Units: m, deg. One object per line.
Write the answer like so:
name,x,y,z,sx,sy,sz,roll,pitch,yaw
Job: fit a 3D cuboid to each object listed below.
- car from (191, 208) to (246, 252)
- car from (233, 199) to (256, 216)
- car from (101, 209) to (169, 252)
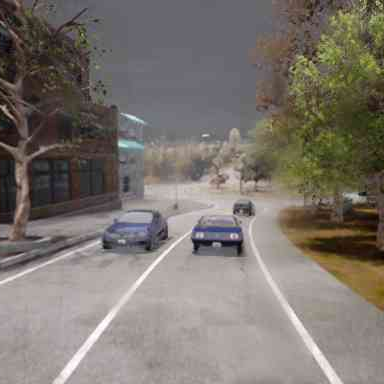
car,1.151,1.567,13.923,1.895,1.301,4.718,1,0,7
car,5.243,1.520,33.302,1.837,1.490,4.892,2,0,16
car,-2.150,1.448,13.840,1.812,1.442,4.674,1,0,7
